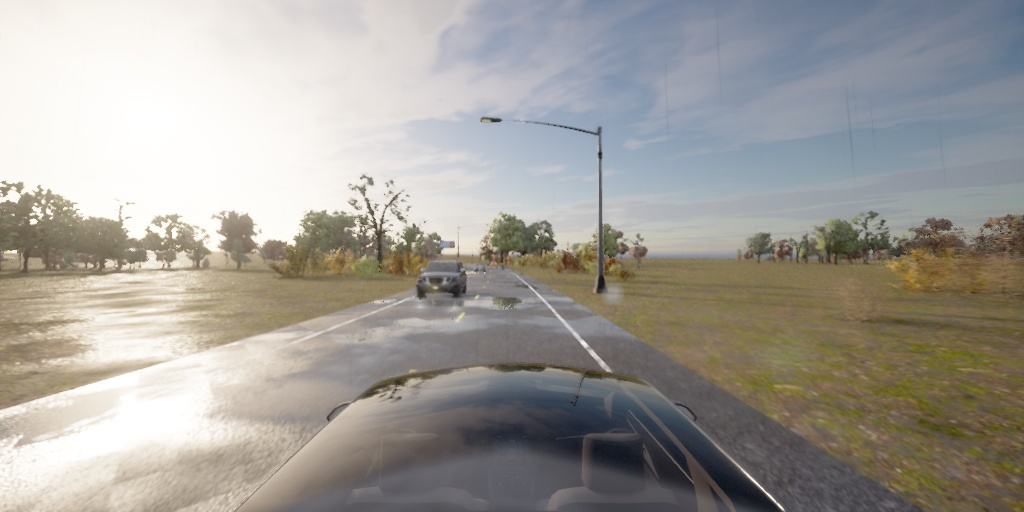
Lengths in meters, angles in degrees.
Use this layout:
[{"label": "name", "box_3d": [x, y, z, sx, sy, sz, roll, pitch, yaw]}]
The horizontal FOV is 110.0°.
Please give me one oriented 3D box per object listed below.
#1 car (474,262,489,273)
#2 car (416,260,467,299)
[{"label": "car", "box_3d": [-5.478, 2.119, 62.526, 2.128, 1.511, 4.902, 0, -1, -3]}, {"label": "car", "box_3d": [-3.808, 1.247, 20.397, 2.150, 2.045, 5.566, 0, -1, -1]}]
